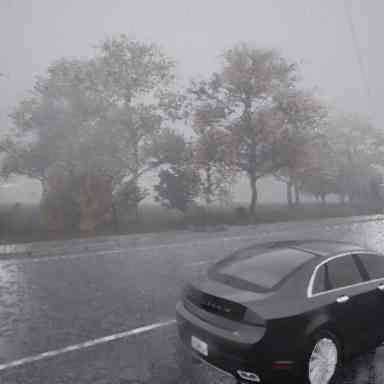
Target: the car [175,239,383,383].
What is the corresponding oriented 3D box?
[{"bbox_3d":[2.059,1.505,5.215,4.892,1.490,1.837,0,0,-35],"label":"car"}]
